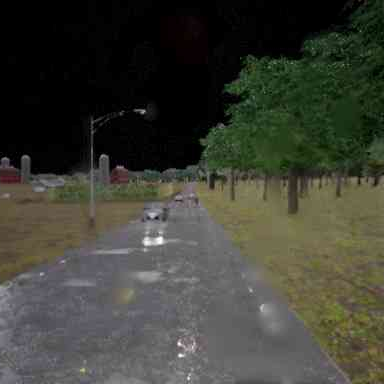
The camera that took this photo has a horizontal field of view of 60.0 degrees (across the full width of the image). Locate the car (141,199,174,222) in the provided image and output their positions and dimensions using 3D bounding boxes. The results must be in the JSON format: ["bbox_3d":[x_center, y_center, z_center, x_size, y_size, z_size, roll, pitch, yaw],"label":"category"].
[{"bbox_3d":[-2.849,1.530,26.431,2.128,1.511,4.902,0,0,0],"label":"car"}]

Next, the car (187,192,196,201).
[{"bbox_3d":[-0.010,1.316,79.130,1.812,1.442,4.674,0,1,0],"label":"car"}]

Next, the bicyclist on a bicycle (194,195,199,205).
[{"bbox_3d":[0.736,1.431,60.398,0.866,1.612,1.509,0,1,0],"label":"bicyclist on a bicycle"}]

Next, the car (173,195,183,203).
[{"bbox_3d":[-2.759,1.387,67.713,1.882,1.535,5.008,0,1,0],"label":"car"}]

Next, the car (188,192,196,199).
[{"bbox_3d":[-0.012,0.886,94.257,2.097,1.767,4.553,0,1,0],"label":"car"}]

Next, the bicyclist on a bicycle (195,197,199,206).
[{"bbox_3d":[0.750,1.525,50.045,0.582,1.620,1.656,0,0,0],"label":"bicyclist on a bicycle"}]
